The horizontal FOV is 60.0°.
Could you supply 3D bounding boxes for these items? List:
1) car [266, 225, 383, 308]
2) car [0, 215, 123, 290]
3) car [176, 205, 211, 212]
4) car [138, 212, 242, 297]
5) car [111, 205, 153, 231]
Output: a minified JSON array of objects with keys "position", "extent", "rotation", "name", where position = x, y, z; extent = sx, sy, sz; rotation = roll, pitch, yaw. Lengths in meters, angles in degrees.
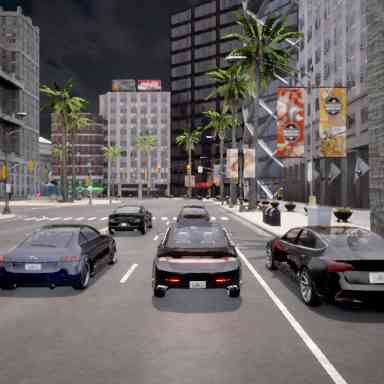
[{"position":[3.192,1.513,8.023],"extent":[2.161,1.482,4.786],"rotation":[0,0,-1],"name":"car"},{"position":[-3.397,1.564,9.101],"extent":[1.994,1.385,4.181],"rotation":[0,0,0],"name":"car"},{"position":[0.101,1.505,18.799],"extent":[1.837,1.490,4.892],"rotation":[0,0,0],"name":"car"},{"position":[0.101,1.492,8.544],"extent":[2.128,1.511,4.902],"rotation":[0,0,0],"name":"car"},{"position":[-3.400,1.478,19.070],"extent":[1.882,1.535,5.008],"rotation":[0,0,0],"name":"car"}]
